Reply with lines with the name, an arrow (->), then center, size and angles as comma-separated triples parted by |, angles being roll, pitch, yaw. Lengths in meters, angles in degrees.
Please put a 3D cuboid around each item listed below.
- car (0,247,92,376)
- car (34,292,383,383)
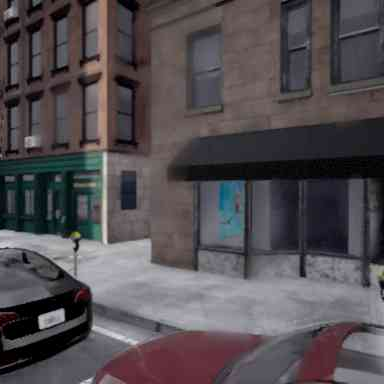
car -> -3.376, 1.551, 5.196 | 4.313, 1.339, 1.947 | 0, 0, 35
car -> 1.043, 1.578, 2.071 | 4.206, 1.307, 1.802 | 0, 0, 35
